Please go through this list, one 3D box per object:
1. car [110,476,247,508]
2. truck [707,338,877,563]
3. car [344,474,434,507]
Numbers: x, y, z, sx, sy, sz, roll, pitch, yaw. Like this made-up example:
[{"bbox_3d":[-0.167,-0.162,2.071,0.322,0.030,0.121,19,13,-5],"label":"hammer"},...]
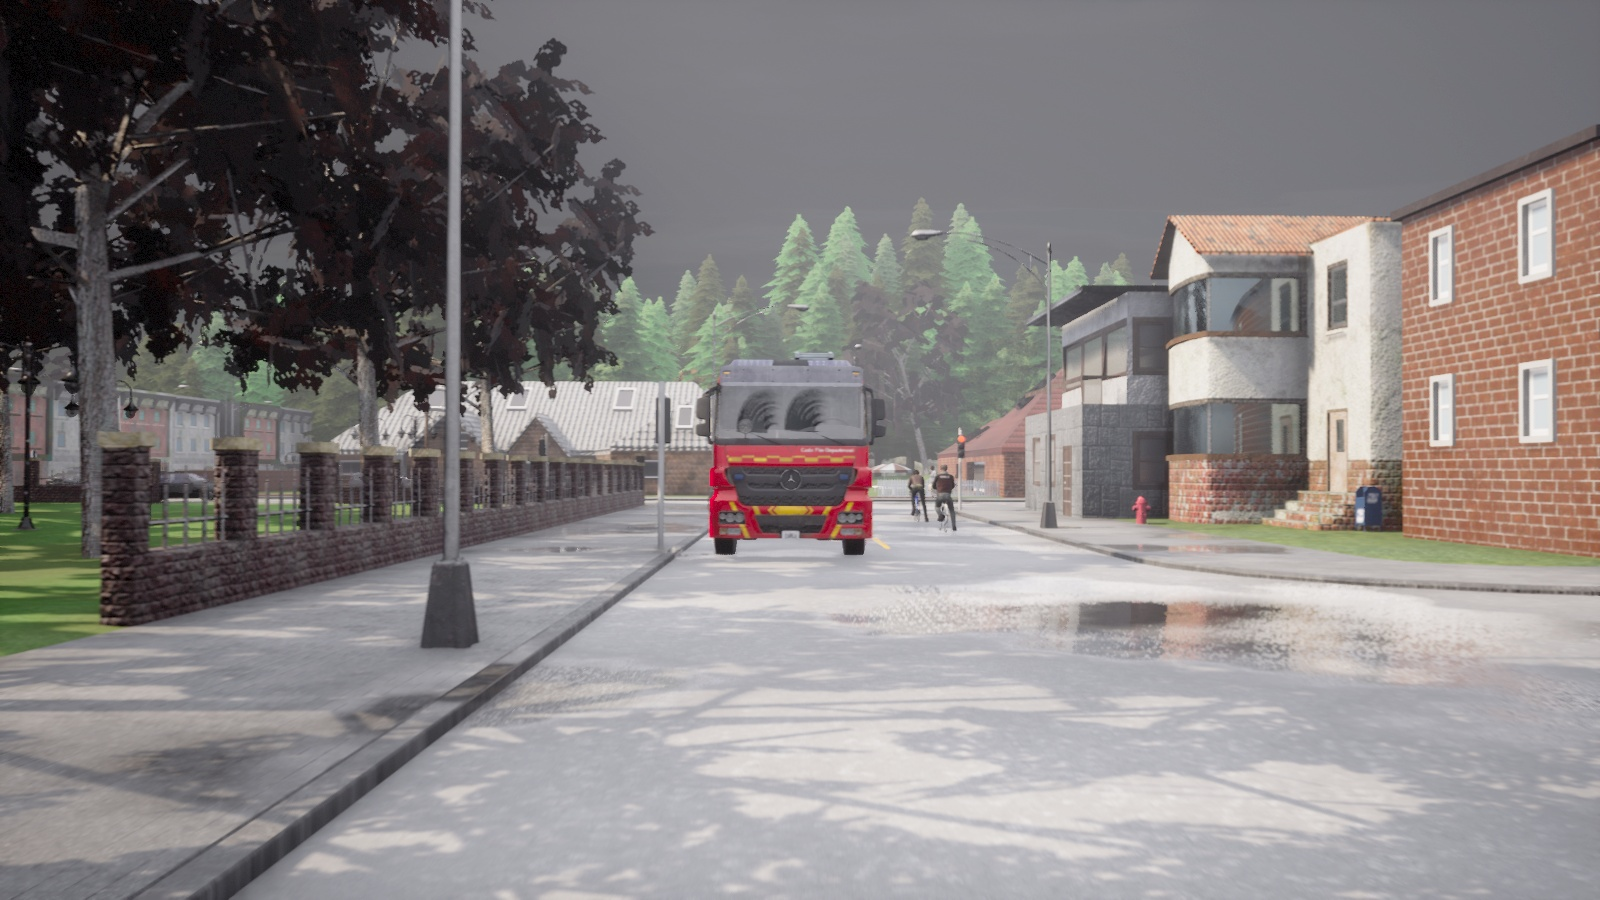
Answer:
[{"bbox_3d":[-29.054,1.961,58.816,5.357,1.411,2.033,0,-1,-2],"label":"car"},{"bbox_3d":[-0.216,0.080,25.638,2.891,3.827,8.468,0,-1,-1],"label":"truck"},{"bbox_3d":[-19.254,1.891,58.910,3.633,1.501,1.845,0,-1,-2],"label":"car"}]
